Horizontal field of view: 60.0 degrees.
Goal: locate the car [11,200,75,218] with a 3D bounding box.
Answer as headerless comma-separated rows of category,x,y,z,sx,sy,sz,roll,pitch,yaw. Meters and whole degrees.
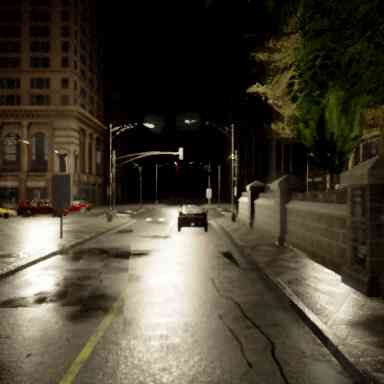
car,-14.925,1.695,33.522,5.009,1.841,2.192,-1,1,0

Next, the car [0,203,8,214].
car,-25.997,2.116,42.068,4.313,1.339,1.947,-1,1,0

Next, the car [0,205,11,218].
car,-20.293,1.978,33.533,4.829,1.417,1.752,-1,1,0

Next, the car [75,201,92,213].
car,-14.919,1.841,42.049,4.097,1.590,1.967,-1,1,0

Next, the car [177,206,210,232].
car,0.064,1.603,20.938,2.128,1.511,4.902,0,0,1
